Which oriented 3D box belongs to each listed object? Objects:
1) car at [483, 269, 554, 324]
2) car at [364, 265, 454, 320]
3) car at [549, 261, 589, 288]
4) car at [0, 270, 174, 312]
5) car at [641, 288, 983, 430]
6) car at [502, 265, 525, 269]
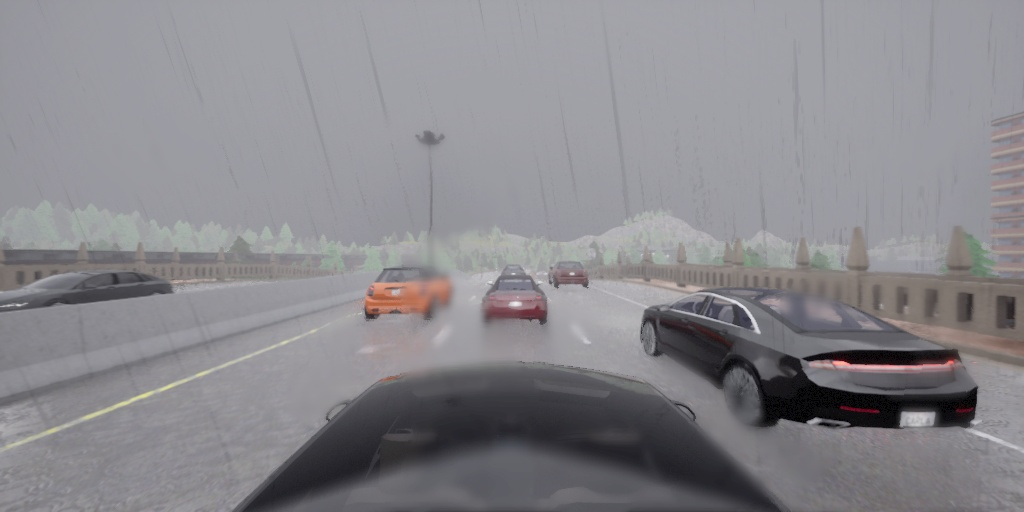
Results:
[{"bbox_3d":[0.107,1.312,12.032,1.994,1.385,4.181,0,0,0],"label":"car"},{"bbox_3d":[-3.393,1.100,12.694,2.097,1.767,4.553,0,0,0],"label":"car"},{"bbox_3d":[3.613,1.110,23.673,2.097,1.767,4.553,0,0,0],"label":"car"},{"bbox_3d":[-14.090,1.253,11.879,1.837,1.490,4.892,0,0,0],"label":"car"},{"bbox_3d":[3.603,1.241,5.604,2.128,1.511,4.902,0,0,0],"label":"car"},{"bbox_3d":[0.116,1.438,29.459,1.994,1.385,4.181,0,-2,0],"label":"car"}]
